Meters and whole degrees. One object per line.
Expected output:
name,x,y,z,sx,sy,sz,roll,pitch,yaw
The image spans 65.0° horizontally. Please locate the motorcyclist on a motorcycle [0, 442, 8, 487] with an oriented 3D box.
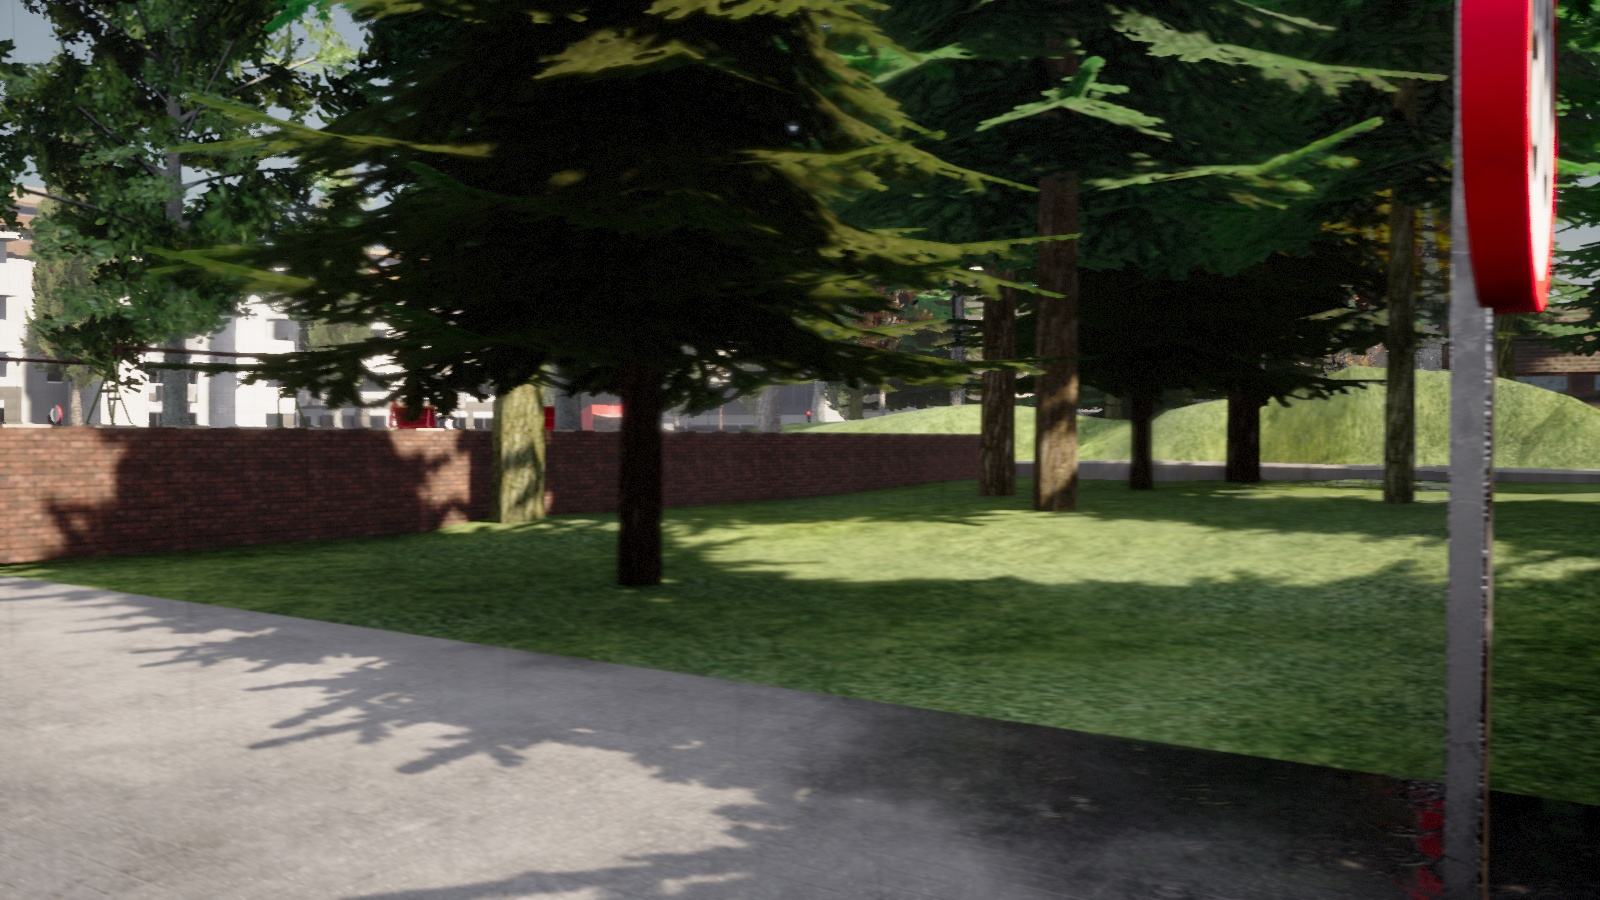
motorcyclist on a motorcycle,-27.700,0.499,41.674,0.866,1.530,2.191,0,1,34
